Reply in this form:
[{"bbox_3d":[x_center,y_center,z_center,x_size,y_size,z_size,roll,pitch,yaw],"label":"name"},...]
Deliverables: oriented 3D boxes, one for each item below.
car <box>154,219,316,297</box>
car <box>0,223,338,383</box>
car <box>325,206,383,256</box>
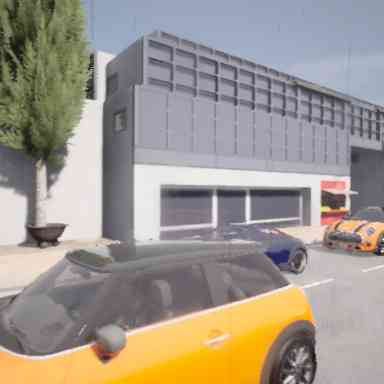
[{"bbox_3d":[1.280,1.580,9.192,4.181,1.385,1.994,0,0,-35],"label":"car"},{"bbox_3d":[-0.794,1.356,3.421,4.553,1.767,2.097,0,0,-35],"label":"car"},{"bbox_3d":[7.323,1.384,13.393,4.553,1.767,2.097,0,0,-36],"label":"car"}]
